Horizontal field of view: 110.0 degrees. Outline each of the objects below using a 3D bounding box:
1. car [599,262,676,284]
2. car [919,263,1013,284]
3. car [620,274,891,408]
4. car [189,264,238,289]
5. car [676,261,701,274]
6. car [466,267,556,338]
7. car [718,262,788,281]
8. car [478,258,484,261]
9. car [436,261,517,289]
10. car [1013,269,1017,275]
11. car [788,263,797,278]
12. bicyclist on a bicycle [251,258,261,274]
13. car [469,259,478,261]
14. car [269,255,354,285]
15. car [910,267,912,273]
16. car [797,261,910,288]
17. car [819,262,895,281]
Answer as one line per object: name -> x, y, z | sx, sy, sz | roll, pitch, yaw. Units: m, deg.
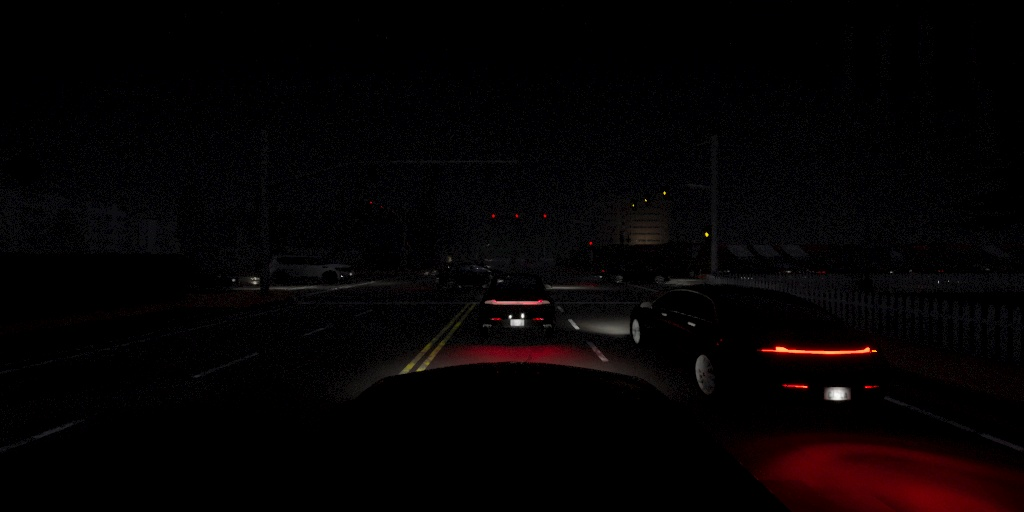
car -> 8.869, 1.252, 26.066 | 4.892, 1.490, 1.837 | 0, 0, -1
car -> 33.172, 1.252, 26.492 | 4.892, 1.490, 1.837 | 0, 0, -1
car -> 3.588, 1.254, 6.337 | 1.837, 1.490, 4.892 | 0, 0, 1
car -> -19.704, 1.239, 22.153 | 4.902, 1.511, 2.128 | 0, 0, -1
car -> 14.931, 1.251, 33.416 | 4.892, 1.490, 1.837 | 0, 0, 1
car -> 0.133, 1.241, 10.243 | 2.128, 1.511, 4.902 | 0, 0, 0
car -> 19.625, 1.238, 29.938 | 4.902, 1.511, 2.128 | 0, 0, -1
car -> -6.653, 1.307, 64.136 | 1.994, 1.385, 4.181 | 0, 0, 1
car -> -2.280, 1.239, 22.517 | 4.902, 1.511, 2.128 | 0, 0, 0
car -> 38.885, 1.273, 30.282 | 4.674, 1.442, 1.812 | 0, 0, -1
car -> 24.670, 1.294, 33.534 | 5.357, 1.411, 2.033 | 0, 0, -1
bicyclist on a bicycle -> -26.163, 1.047, 36.762 | 0.582, 1.620, 1.656 | 0, 0, -3
car -> -6.759, 1.270, 54.093 | 1.812, 1.442, 4.674 | 0, 0, 1
car -> -14.487, 0.968, 25.909 | 5.566, 2.045, 2.150 | 0, 0, -4
car -> 34.494, 1.238, 33.710 | 4.902, 1.511, 2.128 | 0, 0, -1
car -> 21.552, 1.239, 22.776 | 4.902, 1.511, 2.128 | 0, 0, -1
car -> 28.885, 1.273, 30.102 | 4.674, 1.442, 1.812 | 0, 0, -1
